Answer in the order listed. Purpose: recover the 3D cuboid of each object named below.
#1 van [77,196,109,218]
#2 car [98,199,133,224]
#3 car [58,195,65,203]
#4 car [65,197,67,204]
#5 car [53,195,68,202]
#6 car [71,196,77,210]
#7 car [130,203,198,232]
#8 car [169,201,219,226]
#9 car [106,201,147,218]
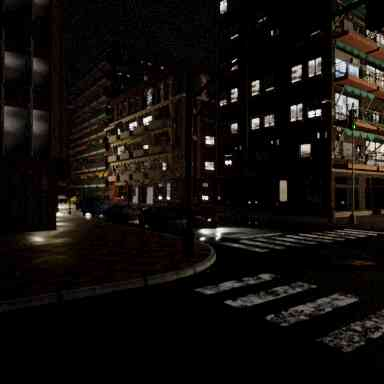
[{"bbox_3d":[-8.367,1.265,28.981,1.690,1.788,3.998,0,0,-36],"label":"van"},{"bbox_3d":[-4.963,1.459,24.242,1.752,1.417,4.829,0,0,-36],"label":"car"},{"bbox_3d":[-24.448,1.456,61.261,2.033,1.411,5.357,0,0,-35],"label":"car"},{"bbox_3d":[-21.491,1.447,61.605,1.752,1.417,4.829,0,0,-36],"label":"car"},{"bbox_3d":[-28.001,1.360,70.665,1.967,1.590,4.097,0,0,-36],"label":"car"},{"bbox_3d":[-12.068,1.428,38.587,1.837,1.490,4.892,0,0,-35],"label":"car"},{"bbox_3d":[-1.759,1.526,19.781,1.802,1.307,4.206,0,0,-36],"label":"car"},{"bbox_3d":[-0.100,1.518,21.903,1.994,1.385,4.181,0,0,-36],"label":"car"},{"bbox_3d":[-5.999,1.538,30.120,1.895,1.301,4.718,0,0,-36],"label":"car"}]
